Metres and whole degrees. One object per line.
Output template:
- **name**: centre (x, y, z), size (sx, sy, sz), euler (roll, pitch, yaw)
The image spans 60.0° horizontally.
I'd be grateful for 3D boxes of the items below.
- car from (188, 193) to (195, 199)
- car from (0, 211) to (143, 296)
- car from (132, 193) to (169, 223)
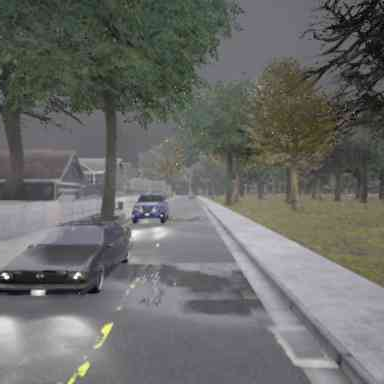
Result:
- **car**: centre (-0.065, 1.223, 89.788), size (2.033, 1.411, 5.357), euler (0, 0, 0)
- **car**: centre (-2.849, 1.487, 8.898), size (2.033, 1.411, 5.357), euler (0, 0, 1)
- **car**: centre (-2.851, 1.081, 24.024), size (2.150, 2.045, 5.566), euler (0, 0, 0)
